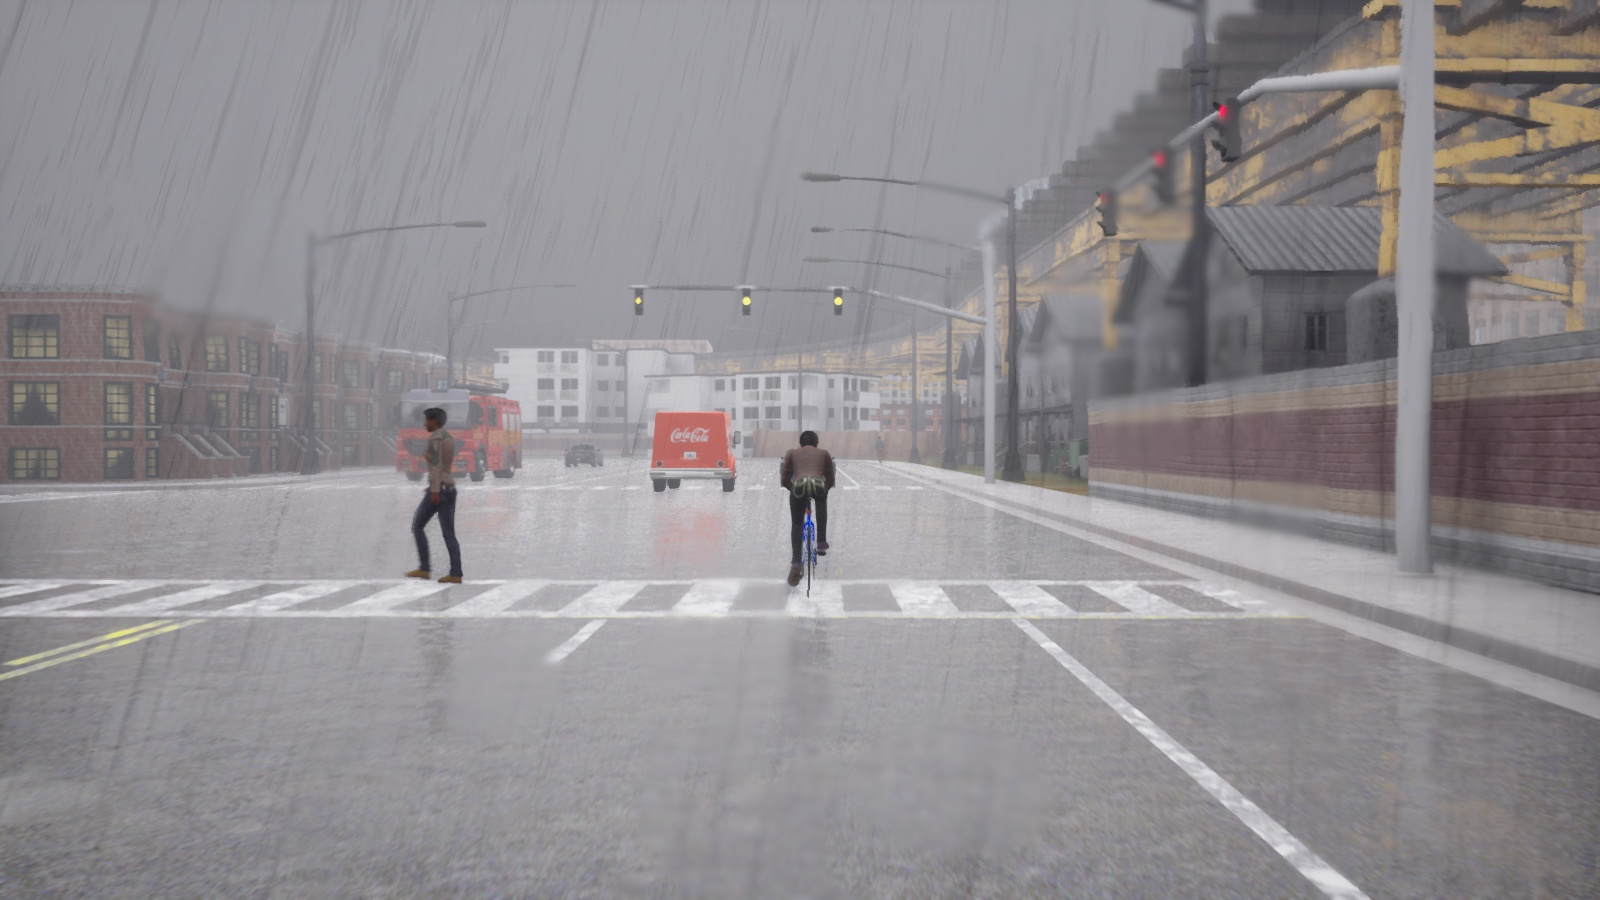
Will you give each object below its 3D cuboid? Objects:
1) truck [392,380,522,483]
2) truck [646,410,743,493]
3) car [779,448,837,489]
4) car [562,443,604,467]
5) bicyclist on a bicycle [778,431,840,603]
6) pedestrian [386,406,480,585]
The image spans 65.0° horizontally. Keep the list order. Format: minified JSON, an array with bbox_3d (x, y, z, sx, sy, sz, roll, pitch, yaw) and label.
[{"bbox_3d":[-13.686,-0.716,50.923,2.891,3.827,8.468,0,0,0],"label":"truck"},{"bbox_3d":[-3.251,0.032,39.888,2.627,2.467,5.204,0,0,0],"label":"truck"},{"bbox_3d":[0.270,0.602,43.557,1.895,1.301,4.718,0,0,0],"label":"car"},{"bbox_3d":[-13.528,0.297,78.620,1.837,1.490,4.892,0,0,-1],"label":"car"},{"bbox_3d":[0.090,0.628,12.656,0.582,1.620,1.656,0,0,0],"label":"bicyclist on a bicycle"},{"bbox_3d":[-3.748,0.456,12.838,0.869,1.805,0.328,0,0,10],"label":"pedestrian"}]
